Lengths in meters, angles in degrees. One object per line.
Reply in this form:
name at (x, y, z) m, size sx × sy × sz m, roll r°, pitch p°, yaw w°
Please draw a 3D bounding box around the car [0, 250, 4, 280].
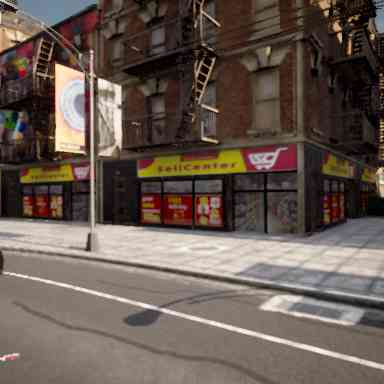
car at (-6.659, 1.597, 8.145) m, size 4.892 × 1.490 × 1.837 m, roll -1°, pitch -1°, yaw 29°
